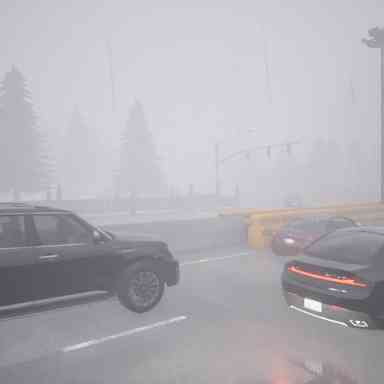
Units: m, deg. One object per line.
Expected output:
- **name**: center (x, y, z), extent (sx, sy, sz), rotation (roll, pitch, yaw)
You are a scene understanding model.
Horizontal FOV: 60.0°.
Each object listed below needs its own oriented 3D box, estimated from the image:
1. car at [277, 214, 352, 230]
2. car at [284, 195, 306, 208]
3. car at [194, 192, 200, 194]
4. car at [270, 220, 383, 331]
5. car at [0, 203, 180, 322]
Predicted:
- **car**: center (4.619, 1.441, 11.331), extent (4.181, 1.385, 1.994), rotation (-1, 1, -35)
- **car**: center (10.810, 1.082, 35.060), extent (2.128, 1.511, 4.902), rotation (0, 1, 15)
- **car**: center (1.048, 0.834, 76.665), extent (2.128, 1.511, 4.902), rotation (-1, 1, 3)
- **car**: center (3.808, 1.435, 6.464), extent (4.892, 1.490, 1.837), rotation (-1, 1, -35)
- **car**: center (-2.912, 1.217, 5.968), extent (5.566, 2.045, 2.150), rotation (0, 0, -36)
